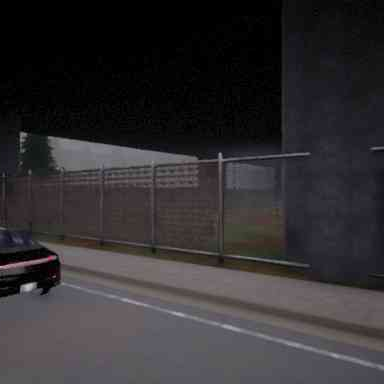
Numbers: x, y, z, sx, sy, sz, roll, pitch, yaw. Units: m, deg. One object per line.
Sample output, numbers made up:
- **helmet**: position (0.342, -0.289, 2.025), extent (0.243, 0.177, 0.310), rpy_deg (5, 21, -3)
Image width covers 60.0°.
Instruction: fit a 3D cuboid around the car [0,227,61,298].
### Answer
- **car**: position (-4.967, 1.552, 7.541), extent (4.902, 1.511, 2.128), rpy_deg (0, 0, 36)
